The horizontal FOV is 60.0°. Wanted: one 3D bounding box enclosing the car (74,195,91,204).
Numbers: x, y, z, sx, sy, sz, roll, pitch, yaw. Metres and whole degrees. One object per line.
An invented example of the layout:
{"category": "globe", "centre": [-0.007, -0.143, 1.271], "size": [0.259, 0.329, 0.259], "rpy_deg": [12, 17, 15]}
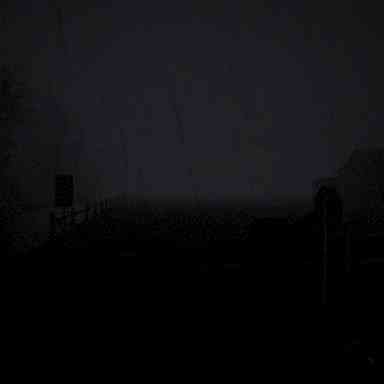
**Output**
{"category": "car", "centre": [-16.534, 1.108, 50.390], "size": [1.994, 1.385, 4.181], "rpy_deg": [0, 1, -9]}
